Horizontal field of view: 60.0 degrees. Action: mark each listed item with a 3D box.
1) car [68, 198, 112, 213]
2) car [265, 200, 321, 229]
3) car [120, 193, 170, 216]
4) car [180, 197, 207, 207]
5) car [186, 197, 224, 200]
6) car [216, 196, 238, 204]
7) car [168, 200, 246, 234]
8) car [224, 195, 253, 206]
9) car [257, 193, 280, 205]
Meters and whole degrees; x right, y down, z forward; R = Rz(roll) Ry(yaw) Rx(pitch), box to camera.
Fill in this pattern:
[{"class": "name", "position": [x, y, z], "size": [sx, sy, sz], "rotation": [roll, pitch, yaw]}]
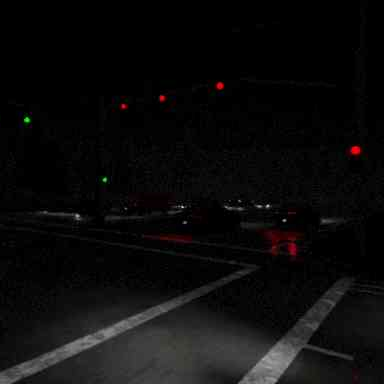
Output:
[{"class": "car", "position": [-10.636, 1.365, 35.005], "size": [1.837, 1.490, 4.892], "rotation": [0, 0, 35]}, {"class": "car", "position": [6.830, 1.459, 21.424], "size": [2.128, 1.511, 4.902], "rotation": [0, 0, 36]}, {"class": "car", "position": [-4.310, 1.117, 31.838], "size": [2.150, 2.045, 5.566], "rotation": [0, 0, 35]}, {"class": "car", "position": [0.289, 1.423, 50.685], "size": [1.994, 1.385, 4.181], "rotation": [0, 0, 35]}, {"class": "car", "position": [1.357, 1.385, 39.988], "size": [2.128, 1.511, 4.902], "rotation": [0, 0, 35]}, {"class": "car", "position": [6.352, 1.385, 59.277], "size": [1.812, 1.442, 4.674], "rotation": [0, 0, 36]}, {"class": "car", "position": [1.037, 1.428, 19.205], "size": [1.882, 1.535, 5.008], "rotation": [0, 0, 34]}, {"class": "car", "position": [7.056, 1.246, 48.160], "size": [2.097, 1.767, 4.553], "rotation": [0, 0, 35]}, {"class": "car", "position": [13.144, 1.115, 56.769], "size": [2.150, 2.045, 5.566], "rotation": [0, 0, 35]}]
